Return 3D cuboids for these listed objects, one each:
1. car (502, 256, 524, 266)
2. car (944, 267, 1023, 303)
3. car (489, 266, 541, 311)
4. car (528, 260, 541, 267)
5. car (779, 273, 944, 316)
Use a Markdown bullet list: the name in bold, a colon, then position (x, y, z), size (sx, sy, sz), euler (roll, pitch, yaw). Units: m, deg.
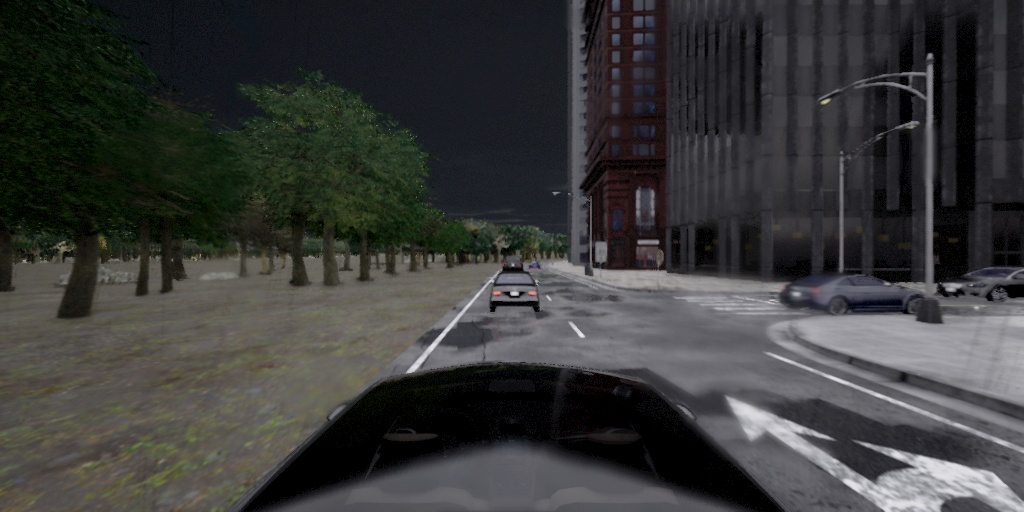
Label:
- **car**: position (0.090, 0.995, 37.740), size (2.150, 2.045, 5.566), euler (0, 0, 0)
- **car**: position (22.118, 1.249, 16.087), size (4.902, 1.511, 2.128), euler (0, 0, 0)
- **car**: position (0.098, 1.297, 14.419), size (2.033, 1.411, 5.357), euler (0, 0, 0)
- **car**: position (3.691, 1.398, 58.490), size (1.812, 1.442, 4.674), euler (0, 0, 3)
- **car**: position (11.850, 1.298, 12.545), size (4.181, 1.385, 1.994), euler (0, 0, -4)
